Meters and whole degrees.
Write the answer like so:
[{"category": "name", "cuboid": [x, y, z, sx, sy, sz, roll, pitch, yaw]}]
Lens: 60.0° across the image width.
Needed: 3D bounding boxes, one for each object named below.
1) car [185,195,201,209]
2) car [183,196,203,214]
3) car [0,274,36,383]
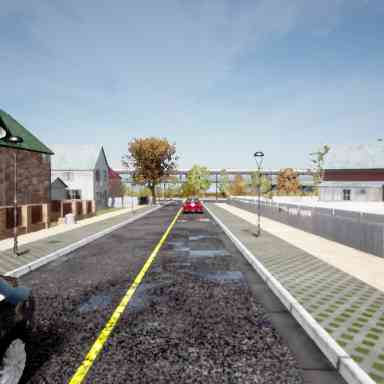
[{"category": "car", "cuboid": [0.097, 1.352, 45.108, 2.097, 1.767, 4.553, 0, 0, 0]}, {"category": "car", "cuboid": [0.095, 1.344, 35.347, 2.097, 1.767, 4.553, 0, 0, 0]}, {"category": "car", "cuboid": [-2.851, 1.503, 2.251, 1.837, 1.490, 4.892, 0, 0, 0]}]
